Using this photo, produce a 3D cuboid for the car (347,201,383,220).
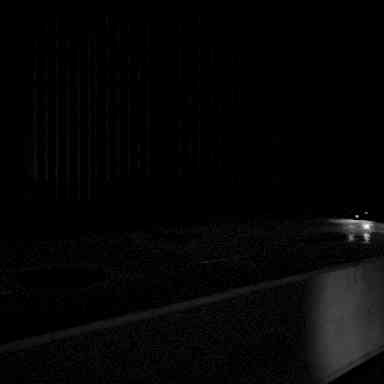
[{"bbox_3d":[14.895,1.477,27.128,5.357,1.411,2.033,0,0,-35],"label":"car"}]
